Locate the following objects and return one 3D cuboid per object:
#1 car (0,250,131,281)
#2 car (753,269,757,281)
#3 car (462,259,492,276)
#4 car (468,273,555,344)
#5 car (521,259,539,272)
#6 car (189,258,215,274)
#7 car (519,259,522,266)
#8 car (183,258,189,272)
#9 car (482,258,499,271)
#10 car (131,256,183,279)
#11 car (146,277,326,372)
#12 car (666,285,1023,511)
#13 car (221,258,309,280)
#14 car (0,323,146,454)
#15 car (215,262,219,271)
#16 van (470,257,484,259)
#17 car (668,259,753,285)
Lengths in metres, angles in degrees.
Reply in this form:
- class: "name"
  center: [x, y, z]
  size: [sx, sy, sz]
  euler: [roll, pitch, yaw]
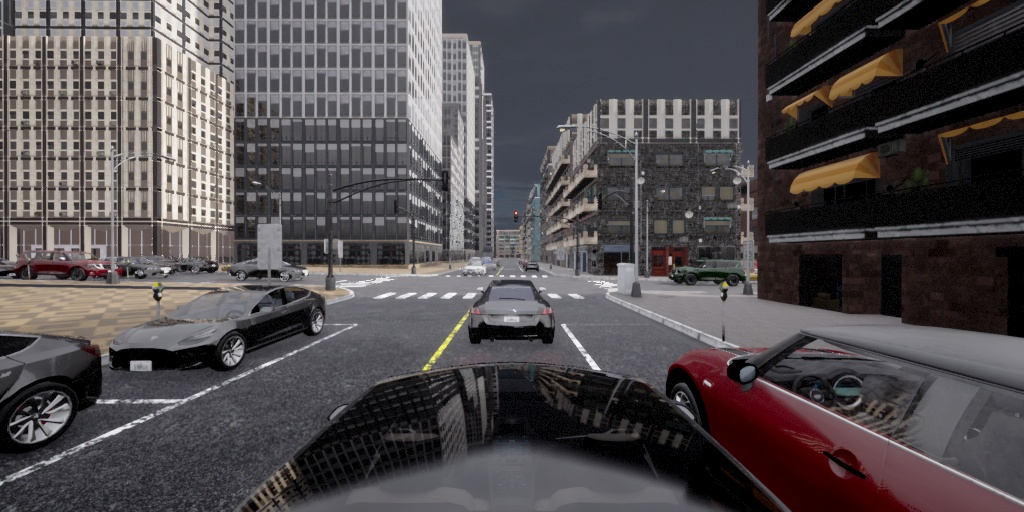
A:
- class: "car"
  center: [-27.436, 0.591, 22.195]
  size: [5.009, 1.841, 2.192]
  euler: [0, 0, -1]
- class: "car"
  center: [21.291, 1.698, 31.256]
  size: [4.829, 1.417, 1.751]
  euler: [0, 0, -1]
- class: "car"
  center: [-3.602, 1.270, 36.157]
  size: [1.812, 1.442, 4.674]
  euler: [0, 0, 7]
- class: "car"
  center: [-0.015, 1.314, 9.616]
  size: [1.994, 1.385, 4.181]
  euler: [0, 0, 0]
- class: "car"
  center: [2.575, 1.319, 47.351]
  size: [1.948, 1.339, 4.313]
  euler: [0, 0, 0]
- class: "car"
  center: [-27.561, 0.816, 30.575]
  size: [4.313, 1.339, 1.948]
  euler: [0, 0, -1]
- class: "car"
  center: [2.548, 1.301, 57.318]
  size: [1.888, 1.381, 4.507]
  euler: [0, 0, 0]
- class: "car"
  center: [-28.837, 0.725, 27.961]
  size: [4.902, 1.511, 2.128]
  euler: [1, 0, -1]
- class: "car"
  center: [-3.223, 1.355, 50.738]
  size: [1.895, 1.301, 4.718]
  euler: [0, 0, 0]
- class: "car"
  center: [-26.360, 0.780, 24.802]
  size: [4.902, 1.511, 2.128]
  euler: [1, 0, -1]
- class: "car"
  center: [-5.702, 1.315, 7.684]
  size: [1.948, 1.339, 4.313]
  euler: [0, 0, 0]
- class: "car"
  center: [2.693, 1.190, 2.460]
  size: [1.967, 1.591, 4.097]
  euler: [0, 0, 0]
- class: "car"
  center: [-16.787, 0.959, 24.939]
  size: [4.902, 1.511, 2.128]
  euler: [1, 0, -1]
- class: "car"
  center: [-5.688, 1.316, 2.437]
  size: [1.948, 1.339, 4.313]
  euler: [0, 0, 0]
- class: "car"
  center: [-22.117, 0.880, 30.739]
  size: [4.829, 1.417, 1.751]
  euler: [0, 0, -1]
- class: "van"
  center: [-5.833, 1.097, 57.295]
  size: [1.690, 1.789, 3.998]
  euler: [0, 0, 0]
- class: "car"
  center: [15.514, 1.290, 28.581]
  size: [5.566, 2.045, 2.150]
  euler: [1, 0, -1]
